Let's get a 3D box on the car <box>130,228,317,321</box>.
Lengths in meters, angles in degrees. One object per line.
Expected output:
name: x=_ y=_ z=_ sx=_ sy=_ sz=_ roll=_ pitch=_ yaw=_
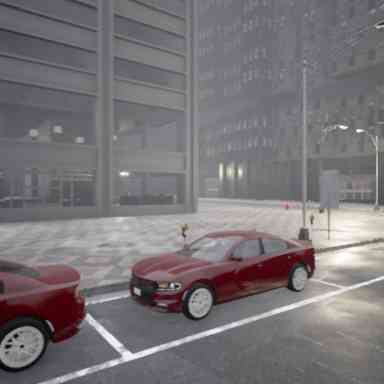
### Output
car: x=0.854 y=1.536 z=7.277 sx=4.507 sy=1.381 sz=1.887 roll=0 pitch=0 yaw=-36

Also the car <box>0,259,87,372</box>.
car: x=-3.643 y=1.546 z=4.066 sx=4.507 sy=1.381 sz=1.887 roll=0 pitch=0 yaw=-36
